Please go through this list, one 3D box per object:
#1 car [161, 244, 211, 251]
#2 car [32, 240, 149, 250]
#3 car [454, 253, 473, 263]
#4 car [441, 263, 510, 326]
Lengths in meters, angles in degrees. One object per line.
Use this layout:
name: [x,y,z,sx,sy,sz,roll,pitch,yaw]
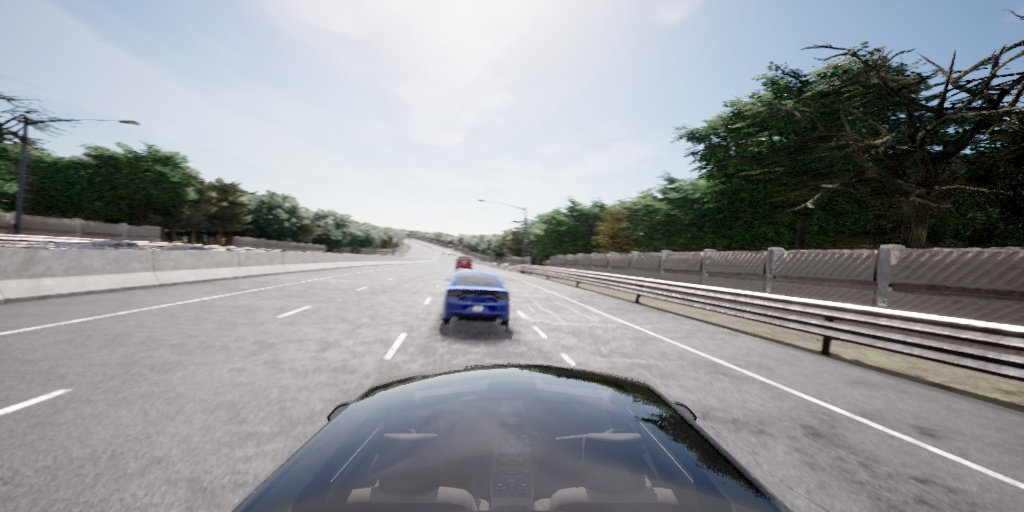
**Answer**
car: [-24.608,-0.127,26.937,1.837,1.490,4.892,4,-1,-8]
car: [-19.521,0.127,15.859,2.033,1.411,5.357,4,0,-8]
car: [-6.339,1.025,47.123,2.150,2.045,5.566,4,-1,-8]
car: [-1.228,1.205,11.736,1.882,1.535,5.008,4,0,-8]
